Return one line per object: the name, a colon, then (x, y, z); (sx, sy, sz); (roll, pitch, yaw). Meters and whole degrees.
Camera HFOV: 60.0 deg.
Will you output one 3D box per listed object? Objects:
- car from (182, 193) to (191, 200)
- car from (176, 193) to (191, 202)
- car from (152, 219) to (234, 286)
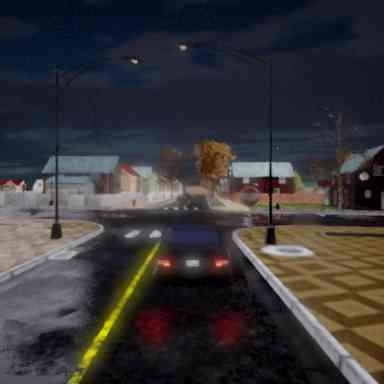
car: (-1.182, 0.958, 75.541); (1.837, 1.490, 4.892); (0, 0, 2)
car: (-1.773, 1.097, 59.981); (2.033, 1.411, 5.357); (0, 0, 3)
car: (0.034, 1.470, 9.239); (2.033, 1.411, 5.357); (0, 0, 1)
